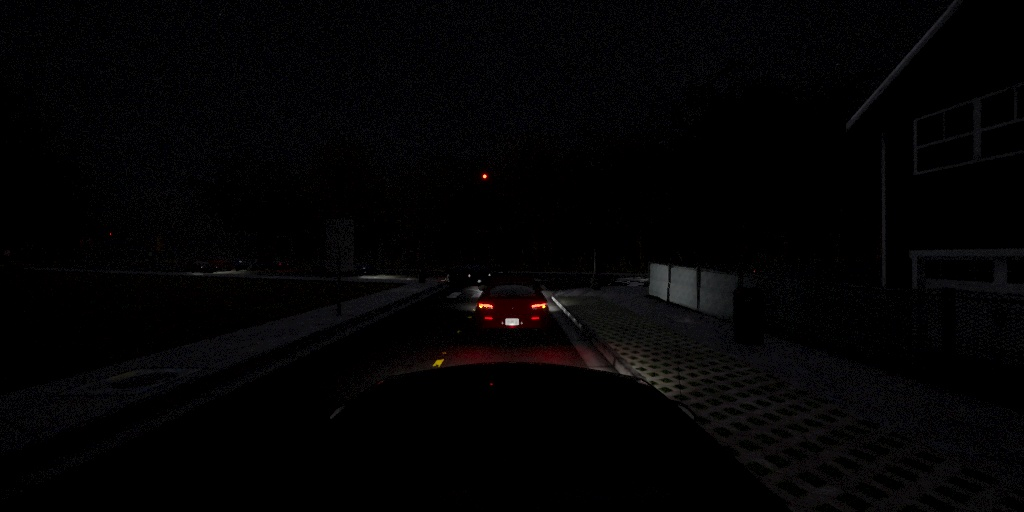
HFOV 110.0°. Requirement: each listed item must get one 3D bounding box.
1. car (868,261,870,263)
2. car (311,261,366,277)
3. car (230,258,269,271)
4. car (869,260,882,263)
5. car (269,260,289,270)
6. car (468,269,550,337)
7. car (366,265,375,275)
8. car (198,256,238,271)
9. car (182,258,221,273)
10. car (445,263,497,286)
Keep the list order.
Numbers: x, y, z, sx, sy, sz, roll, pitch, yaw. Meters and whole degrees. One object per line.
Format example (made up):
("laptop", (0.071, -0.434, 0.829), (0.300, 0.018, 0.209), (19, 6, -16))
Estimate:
("car", (26.772, 1.059, 26.136), (4.553, 1.767, 2.097), (0, 0, 23))
("car", (-16.831, 1.241, 34.106), (4.902, 1.511, 2.128), (0, 0, 23))
("car", (-36.423, 1.357, 49.801), (4.181, 1.385, 1.994), (0, 0, 24))
("car", (26.556, 1.171, 22.690), (5.008, 1.535, 1.882), (0, 0, 23))
("car", (-34.845, 1.330, 52.655), (4.674, 1.442, 1.812), (0, 0, 24))
("car", (0.006, 1.276, 10.166), (1.812, 1.442, 4.674), (0, 0, 0))
("car", (-16.627, 1.240, 37.559), (5.008, 1.535, 1.882), (0, 0, 23))
("car", (-39.535, 1.007, 47.525), (5.566, 2.045, 2.150), (0, 0, 24))
("car", (-37.710, 1.296, 43.159), (4.674, 1.442, 1.812), (0, 0, 24))
("car", (-3.176, 1.341, 25.478), (1.895, 1.301, 4.718), (0, 0, -29))
